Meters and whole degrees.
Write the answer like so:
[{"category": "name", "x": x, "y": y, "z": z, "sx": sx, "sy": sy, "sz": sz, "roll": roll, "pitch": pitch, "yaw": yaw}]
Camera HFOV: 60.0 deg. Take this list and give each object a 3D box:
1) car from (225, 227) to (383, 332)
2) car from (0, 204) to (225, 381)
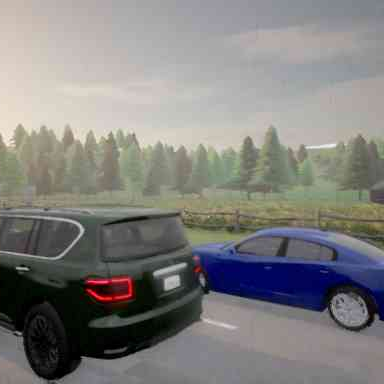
[{"category": "car", "x": 1.899, "y": 1.484, "z": 6.934, "sx": 5.008, "sy": 1.535, "sz": 1.882, "roll": 0, "pitch": 0, "yaw": 35}, {"category": "car", "x": -2.430, "y": 1.237, "z": 5.723, "sx": 5.566, "sy": 2.045, "sz": 2.150, "roll": 0, "pitch": 0, "yaw": 35}]
